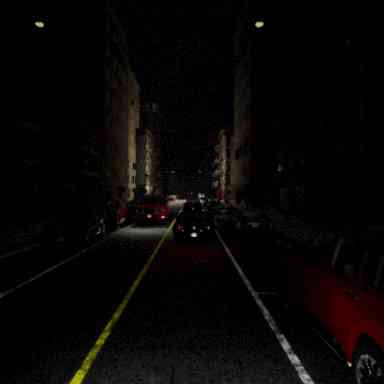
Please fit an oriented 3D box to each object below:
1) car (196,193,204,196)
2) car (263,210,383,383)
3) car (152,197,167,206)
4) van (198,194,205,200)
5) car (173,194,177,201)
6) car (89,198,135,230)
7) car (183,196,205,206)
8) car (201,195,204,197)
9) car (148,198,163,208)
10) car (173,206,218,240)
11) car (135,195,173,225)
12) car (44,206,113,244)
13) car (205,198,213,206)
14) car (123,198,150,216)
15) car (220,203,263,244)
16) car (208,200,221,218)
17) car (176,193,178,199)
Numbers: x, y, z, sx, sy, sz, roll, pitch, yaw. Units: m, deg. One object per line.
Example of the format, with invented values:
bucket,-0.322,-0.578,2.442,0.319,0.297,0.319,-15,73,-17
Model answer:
car,2.638,1.625,87.898,2.008,1.369,4.403,0,0,0
car,2.637,1.320,4.486,2.192,1.841,5.009,0,0,0
car,-5.389,1.602,55.615,2.008,1.369,4.403,0,0,0
van,2.639,1.419,93.305,1.690,1.788,3.998,0,0,0
car,-5.391,1.621,82.491,2.008,1.369,4.403,0,0,0
car,-5.388,1.336,21.525,2.192,1.841,5.009,0,0,0
car,0.098,1.511,35.058,1.882,1.535,5.008,0,0,0
car,2.637,1.573,50.105,1.752,1.417,4.829,0,0,0
car,-5.388,1.629,49.934,1.802,1.307,4.206,0,0,0
car,0.099,1.617,17.033,1.895,1.301,4.718,0,0,0
car,-2.852,1.245,24.930,2.150,2.045,5.566,0,0,0
car,-5.388,1.581,15.843,1.947,1.339,4.313,0,0,0
car,2.637,1.603,38.573,1.947,1.339,4.313,0,0,0
car,-5.388,1.472,32.888,1.967,1.590,4.097,0,0,0
car,2.637,1.456,15.848,1.967,1.590,4.097,0,0,0
car,2.637,1.577,27.210,2.008,1.369,4.403,0,0,0
car,-5.396,1.599,87.727,1.752,1.417,4.829,0,0,0
